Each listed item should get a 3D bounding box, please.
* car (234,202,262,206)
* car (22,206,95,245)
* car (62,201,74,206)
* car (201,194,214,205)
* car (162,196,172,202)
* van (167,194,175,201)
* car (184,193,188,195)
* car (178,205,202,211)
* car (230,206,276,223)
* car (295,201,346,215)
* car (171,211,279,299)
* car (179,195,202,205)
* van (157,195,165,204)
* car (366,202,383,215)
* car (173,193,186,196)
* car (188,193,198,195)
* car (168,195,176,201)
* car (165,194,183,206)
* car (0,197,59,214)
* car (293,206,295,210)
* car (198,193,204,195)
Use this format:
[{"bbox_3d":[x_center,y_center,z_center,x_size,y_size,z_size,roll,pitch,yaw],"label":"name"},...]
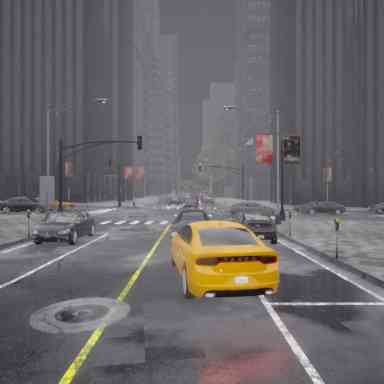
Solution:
[{"bbox_3d":[5.654,1.626,30.895,4.181,1.385,1.994,2,0,0],"label":"car"},{"bbox_3d":[-5.776,1.552,15.439,2.008,1.369,4.403,0,0,0],"label":"car"},{"bbox_3d":[-14.720,1.246,34.293,5.008,1.535,1.882,1,0,-2],"label":"car"},{"bbox_3d":[2.896,1.567,57.628,2.008,1.369,4.403,0,0,0],"label":"car"},{"bbox_3d":[-5.495,1.591,74.232,1.947,1.339,4.313,0,0,0],"label":"car"},{"bbox_3d":[-5.406,1.372,85.257,1.690,1.788,3.998,0,0,0],"label":"van"},{"bbox_3d":[-2.724,1.251,75.456,2.150,2.045,5.566,0,0,0],"label":"car"},{"bbox_3d":[0.036,1.565,16.133,1.994,1.385,4.181,0,0,0],"label":"car"},{"bbox_3d":[2.749,1.552,15.444,2.008,1.369,4.403,0,0,0],"label":"car"},{"bbox_3d":[14.720,1.812,37.575,4.892,1.490,1.837,1,0,1],"label":"car"},{"bbox_3d":[0.547,1.478,8.614,1.882,1.535,5.008,0,0,-9],"label":"car"},{"bbox_3d":[-0.112,1.584,46.372,2.033,1.411,5.357,0,1,5],"label":"car"},{"bbox_3d":[-5.584,1.360,63.207,1.690,1.788,3.998,0,0,0],"label":"van"},{"bbox_3d":[24.078,1.981,40.804,4.902,1.511,2.128,1,0,0],"label":"car"},{"bbox_3d":[-2.852,1.511,64.859,2.128,1.511,4.902,0,0,1],"label":"car"},{"bbox_3d":[0.333,1.255,82.512,2.150,2.045,5.566,0,0,0],"label":"car"},{"bbox_3d":[-5.362,1.579,90.769,1.887,1.381,4.507,0,0,0],"label":"car"},{"bbox_3d":[-2.955,1.493,55.284,1.882,1.535,5.008,0,0,1],"label":"car"},{"bbox_3d":[-15.300,1.256,30.946,4.892,1.490,1.837,1,0,0],"label":"car"},{"bbox_3d":[14.868,1.842,40.836,4.674,1.442,1.812,1,0,2],"label":"car"},{"bbox_3d":[3.030,1.340,74.166,2.192,1.841,5.009,0,0,0],"label":"car"}]
